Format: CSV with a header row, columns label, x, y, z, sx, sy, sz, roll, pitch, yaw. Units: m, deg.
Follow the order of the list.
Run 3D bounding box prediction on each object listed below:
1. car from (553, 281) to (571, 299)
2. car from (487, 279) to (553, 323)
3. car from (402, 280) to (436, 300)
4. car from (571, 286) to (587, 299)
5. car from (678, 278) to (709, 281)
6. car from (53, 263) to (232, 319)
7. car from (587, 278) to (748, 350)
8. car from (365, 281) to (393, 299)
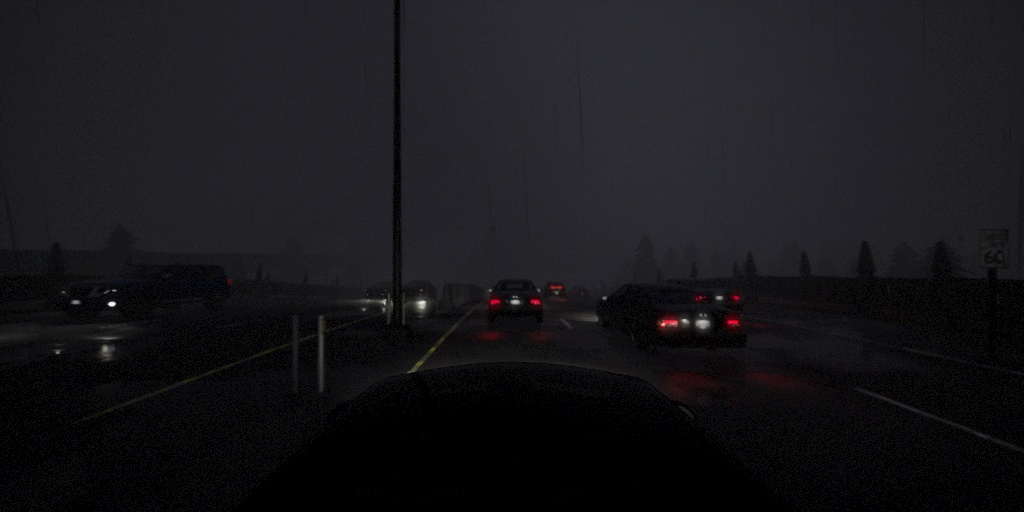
label,x,y,z,sx,sy,sz,roll,pitch,yaw
car,3.606,3.002,31.218,1.837,1.490,4.892,0,-7,0
car,0.103,1.544,13.179,2.033,1.411,5.357,0,-3,0
car,-7.091,2.550,27.432,1.882,1.535,5.008,0,-6,0
car,7.095,3.933,38.440,1.812,1.442,4.674,0,-7,0
car,7.102,1.622,14.780,2.033,1.411,5.357,0,-3,0
car,-14.097,1.274,14.365,2.150,2.045,5.566,0,-3,0
car,3.602,1.399,9.283,2.033,1.411,5.357,0,-2,0
car,-10.590,2.836,30.006,1.882,1.535,5.008,0,-7,0
